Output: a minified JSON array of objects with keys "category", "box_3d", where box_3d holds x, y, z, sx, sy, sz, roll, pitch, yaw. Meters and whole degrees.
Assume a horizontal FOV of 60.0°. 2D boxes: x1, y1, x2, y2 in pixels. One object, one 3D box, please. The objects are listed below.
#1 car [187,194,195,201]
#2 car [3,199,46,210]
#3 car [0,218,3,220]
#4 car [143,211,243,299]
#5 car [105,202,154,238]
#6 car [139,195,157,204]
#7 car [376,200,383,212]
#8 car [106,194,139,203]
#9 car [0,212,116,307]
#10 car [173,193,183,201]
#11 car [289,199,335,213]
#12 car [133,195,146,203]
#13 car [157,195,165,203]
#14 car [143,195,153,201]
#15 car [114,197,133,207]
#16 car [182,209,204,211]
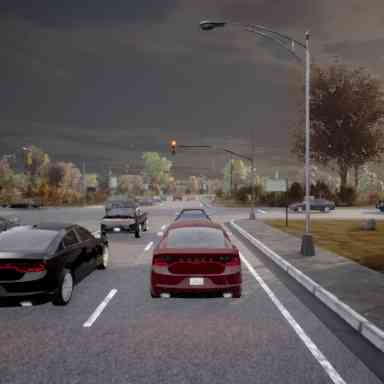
[{"category":"car","box_3d":[-0.252,1.348,85.735,2.097,1.767,4.553,0,0,0]},{"category":"car","box_3d":[-21.178,1.601,41.943,4.718,1.301,1.895,0,0,4]},{"category":"car","box_3d":[-7.130,1.564,11.024,1.994,1.385,4.181,0,0,0]},{"category":"car","box_3d":[0.077,1.478,8.542,1.882,1.535,5.008,0,0,0]},{"category":"car","box_3d":[-3.443,1.492,17.552,2.128,1.511,4.902,0,0,-1]},{"category":"car","box_3d":[-7.248,1.352,53.254,2.097,1.767,4.553,0,0,0]},{"category":"car","box_3d":[23.269,1.212,36.422,5.566,2.045,2.150,0,0,3]},{"category":"car","box_3d":[-7.199,1.221,33.737,2.150,2.045,5.566,0,0,0]},{"category":"car","box_3d":[-3.421,1.478,8.065,1.882,1.535,5.008,0,0,0]},{"category":"car","box_3d":[-3.751,1.218,85.368,2.150,2.045,5.566,0,0,0]},{"category":"car","box_3d":[13.272,1.505,36.935,4.892,1.490,1.837,0,0,3]},{"category":"car","box_3d":[-10.705,1.478,68.555,1.882,1.535,5.008,0,0,0]},{"category":"car","box_3d":[-7.207,1.525,69.170,1.812,1.442,4.674,0,0,0]},{"category":"car","box_3d":[-10.743,1.500,81.394,1.837,1.490,4.892,0,0,0]},{"category":"car","box_3d":[-10.843,1.505,52.782,1.837,1.490,4.892,0,0,3]},{"category":"car","box_3d":[0.051,1.564,17.531,1.994,1.385,4.181,0,0,0]}]
